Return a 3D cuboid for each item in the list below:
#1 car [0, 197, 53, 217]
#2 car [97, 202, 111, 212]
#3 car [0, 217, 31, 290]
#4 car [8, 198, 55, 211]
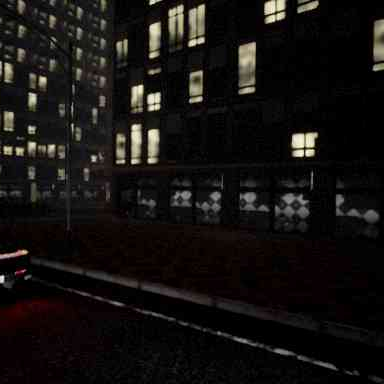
[{"bbox_3d":[-15.806,1.382,30.732,2.192,1.841,5.009,1,0,36],"label":"car"},{"bbox_3d":[-9.005,1.694,39.940,1.752,1.417,4.829,1,0,36],"label":"car"},{"bbox_3d":[-5.662,1.448,7.716,4.902,1.511,2.128,0,0,36],"label":"car"},{"bbox_3d":[-19.299,1.469,40.109,1.752,1.417,4.829,1,0,36],"label":"car"}]
